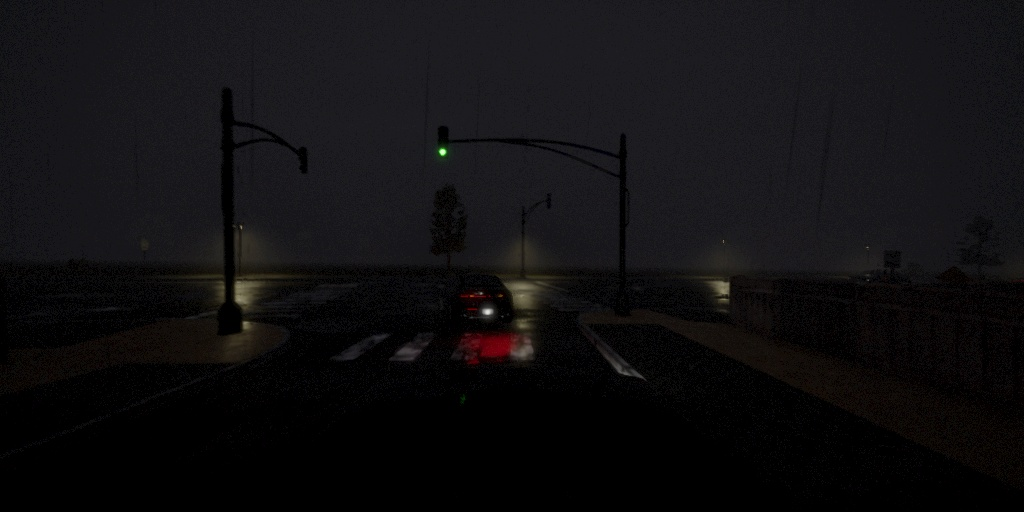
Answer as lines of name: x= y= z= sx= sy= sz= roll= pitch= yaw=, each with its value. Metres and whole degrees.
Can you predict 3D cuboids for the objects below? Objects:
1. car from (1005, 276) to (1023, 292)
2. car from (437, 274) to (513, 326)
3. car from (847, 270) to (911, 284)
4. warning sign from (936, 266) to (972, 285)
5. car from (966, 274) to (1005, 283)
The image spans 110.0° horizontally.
car: x=39.040 y=2.039 z=26.099 sx=5.008 sy=1.535 sz=1.882 roll=1 pitch=1 yaw=-16
car: x=-1.348 y=1.355 z=12.135 sx=1.837 sy=1.490 sz=4.892 roll=1 pitch=-2 yaw=-16
car: x=31.624 y=1.899 z=30.870 sx=5.357 sy=1.411 sz=2.033 roll=1 pitch=1 yaw=-16
warning sign: x=22.965 y=1.438 z=18.679 sx=1.060 sy=1.860 sz=1.300 roll=0 pitch=0 yaw=-15
car: x=37.700 y=2.099 z=29.100 sx=4.718 sy=1.301 sz=1.895 roll=1 pitch=1 yaw=-15
